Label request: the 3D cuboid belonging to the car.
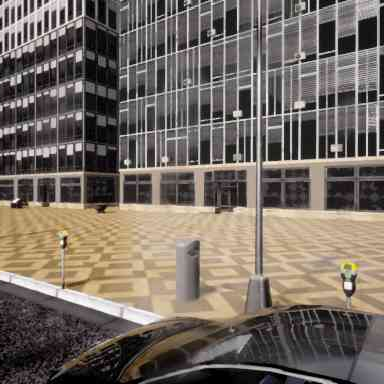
[{"bbox_3d":[0.735,1.566,2.345,4.313,1.339,1.947,0,0,35],"label":"car"}]
